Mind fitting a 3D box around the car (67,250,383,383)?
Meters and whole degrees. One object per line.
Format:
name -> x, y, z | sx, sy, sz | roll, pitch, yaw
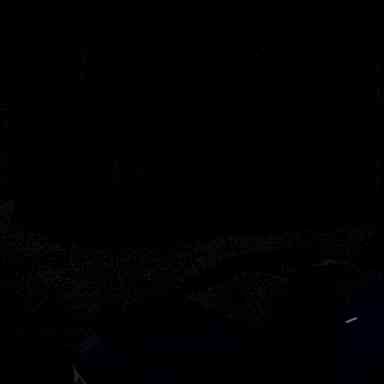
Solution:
car -> 0.956, 1.526, 4.061 | 4.674, 1.442, 1.812 | 0, 0, -35
